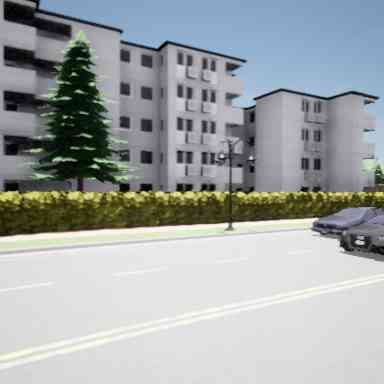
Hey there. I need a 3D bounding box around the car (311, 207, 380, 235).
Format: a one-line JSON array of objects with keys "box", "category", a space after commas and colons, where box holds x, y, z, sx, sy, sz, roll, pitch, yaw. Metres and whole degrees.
[{"box": [8.453, 1.462, 16.700, 5.357, 1.411, 2.033, 0, 0, -29], "category": "car"}]

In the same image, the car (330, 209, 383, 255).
[{"box": [7.352, 1.507, 12.075, 4.181, 1.385, 1.994, 0, 0, -29], "category": "car"}]
